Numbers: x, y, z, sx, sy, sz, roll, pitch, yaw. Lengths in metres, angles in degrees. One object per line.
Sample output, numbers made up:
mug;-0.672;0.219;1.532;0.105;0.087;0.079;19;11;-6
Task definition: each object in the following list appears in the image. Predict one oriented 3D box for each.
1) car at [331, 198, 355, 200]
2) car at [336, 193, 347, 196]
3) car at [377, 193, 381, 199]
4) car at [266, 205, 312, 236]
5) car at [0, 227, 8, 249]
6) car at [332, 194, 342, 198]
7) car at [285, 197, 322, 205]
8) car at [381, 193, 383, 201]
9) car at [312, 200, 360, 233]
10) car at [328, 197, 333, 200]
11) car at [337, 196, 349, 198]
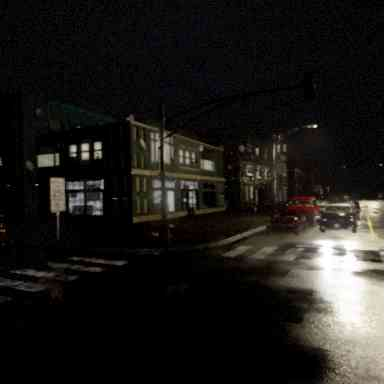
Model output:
car;12.636;1.482;27.350;1.994;1.385;4.181;-2;-1;26
car;25.479;1.419;58.401;2.008;1.369;4.403;-2;-1;27
car;40.481;1.120;69.469;1.947;1.339;4.313;-2;-1;27
car;5.401;1.620;18.791;1.802;1.307;4.206;-2;-1;27
car;-9.903;1.798;14.220;4.507;1.381;1.887;-1;-1;26
car;20.382;1.436;48.347;1.752;1.417;4.829;-2;-1;27
car;7.904;1.331;23.745;2.192;1.841;5.009;-2;-1;27
car;35.538;1.120;59.718;1.752;1.417;4.829;-2;-1;27
car;8.513;1.444;19.203;2.128;1.511;4.902;-2;-1;27
car;12.930;1.525;33.645;2.008;1.369;4.403;-2;-1;27
car;17.176;1.443;36.246;1.994;1.385;4.181;-2;-1;27
